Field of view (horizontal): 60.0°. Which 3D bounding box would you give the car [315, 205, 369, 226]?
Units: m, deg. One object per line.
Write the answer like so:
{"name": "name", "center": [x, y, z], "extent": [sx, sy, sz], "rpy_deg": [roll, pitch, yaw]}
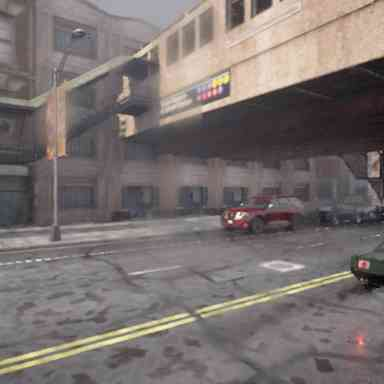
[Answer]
{"name": "car", "center": [10.251, 1.598, 23.665], "extent": [4.718, 1.301, 1.895], "rpy_deg": [0, 0, -36]}

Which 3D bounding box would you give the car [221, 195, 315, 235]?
{"name": "car", "center": [4.269, 1.234, 19.316], "extent": [5.566, 2.045, 2.435], "rpy_deg": [0, 0, -36]}

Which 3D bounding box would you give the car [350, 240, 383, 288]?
{"name": "car", "center": [5.895, 1.600, 7.986], "extent": [4.718, 1.301, 1.895], "rpy_deg": [0, 0, -36]}
